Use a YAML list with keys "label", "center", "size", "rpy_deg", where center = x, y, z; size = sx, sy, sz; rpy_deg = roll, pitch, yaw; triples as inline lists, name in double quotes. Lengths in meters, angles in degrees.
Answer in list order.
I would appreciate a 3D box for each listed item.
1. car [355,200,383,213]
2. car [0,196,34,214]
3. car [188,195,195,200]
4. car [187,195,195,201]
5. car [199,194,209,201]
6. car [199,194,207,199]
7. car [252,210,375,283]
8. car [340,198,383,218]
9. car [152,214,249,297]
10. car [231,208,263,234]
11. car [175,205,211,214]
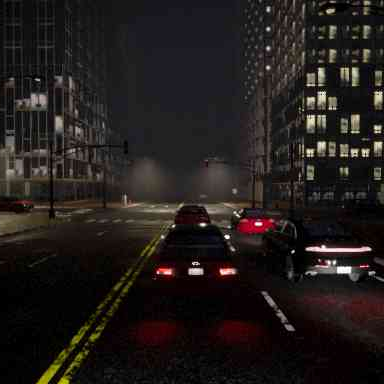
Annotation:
- label: "car"
  center: [21.715, 1.641, 38.532]
  size: [4.829, 1.417, 1.752]
  rpy_deg: [1, 0, 1]
- label: "car"
  center: [-18.290, 1.205, 33.294]
  size: [4.553, 1.767, 2.097]
  rpy_deg: [1, 1, 1]
- label: "car"
  center: [-0.229, 1.456, 92.866]
  size: [1.994, 1.385, 4.181]
  rpy_deg: [0, 0, 0]
- label: "car"
  center: [-0.194, 1.521, 79.443]
  size: [1.895, 1.301, 4.718]
  rpy_deg: [0, 0, 0]
- label: "car"
  center: [3.050, 1.510, 81.434]
  size: [1.895, 1.301, 4.718]
  rpy_deg: [0, 0, 0]
- label: "car"
  center: [3.025, 1.263, 91.407]
  size: [1.812, 1.442, 4.674]
  rpy_deg: [0, 0, 0]
- label: "car"
  center: [3.325, 1.487, 9.679]
  size: [2.128, 1.511, 4.902]
  rpy_deg: [0, 0, 0]
- label: "car"
  center: [16.127, 1.518, 30.232]
  size: [5.009, 1.841, 2.192]
  rpy_deg: [1, 0, 1]
- label: "car"
  center: [0.080, 1.543, 8.764]
  size: [2.033, 1.411, 5.357]
  rpy_deg: [0, 0, 0]
- label: "car"
  center: [3.304, 1.554, 18.480]
  size: [1.994, 1.385, 4.181]
  rpy_deg: [0, 0, 0]
- label: "car"
  center: [0.059, 1.467, 18.585]
  size: [1.882, 1.535, 5.008]
  rpy_deg: [0, 0, 1]
